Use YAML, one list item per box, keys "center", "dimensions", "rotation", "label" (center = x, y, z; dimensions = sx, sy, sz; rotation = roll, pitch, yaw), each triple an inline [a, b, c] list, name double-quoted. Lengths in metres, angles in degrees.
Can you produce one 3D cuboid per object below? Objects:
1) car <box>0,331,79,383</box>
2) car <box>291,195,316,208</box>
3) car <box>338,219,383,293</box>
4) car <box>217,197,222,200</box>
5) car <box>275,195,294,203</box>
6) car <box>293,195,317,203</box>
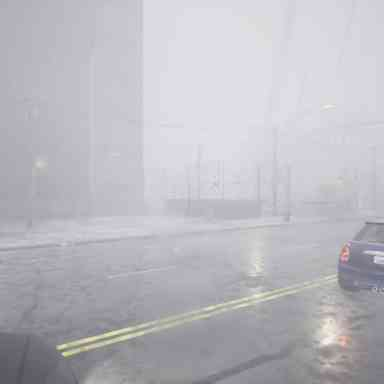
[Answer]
- center: [-2.712, 1.564, 1.809]
  dimensions: [4.181, 1.385, 1.994]
  rotation: [0, 0, -36]
  label: "car"
- center: [15.334, 1.254, 46.213]
  dimensions: [4.553, 1.767, 2.185]
  rotation: [0, 0, -36]
  label: "car"
- center: [5.425, 1.352, 7.678]
  dimensions: [4.553, 1.767, 2.097]
  rotation: [0, 0, -35]
  label: "car"
- center: [4.575, 1.575, 60.769]
  dimensions: [4.718, 1.301, 1.895]
  rotation: [0, 0, -36]
  label: "car"
- center: [19.301, 1.452, 69.281]
  dimensions: [3.806, 1.475, 1.970]
  rotation: [0, 0, -36]
  label: "car"
- center: [22.214, 1.420, 65.285]
  dimensions: [4.674, 1.452, 2.002]
  rotation: [0, 0, -36]
  label: "car"
